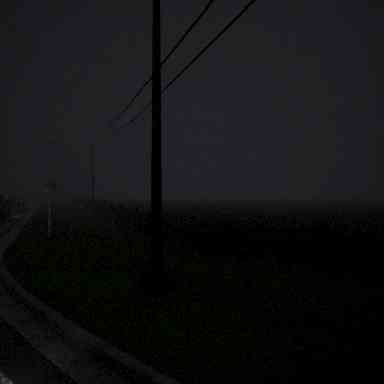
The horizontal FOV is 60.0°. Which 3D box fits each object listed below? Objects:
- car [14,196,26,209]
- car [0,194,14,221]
[{"bbox_3d":[-24.043,1.331,45.614,2.097,1.767,4.553,0,0,-23],"label":"car"},{"bbox_3d":[-15.889,1.207,26.491,2.150,2.045,5.566,0,0,-23],"label":"car"}]
